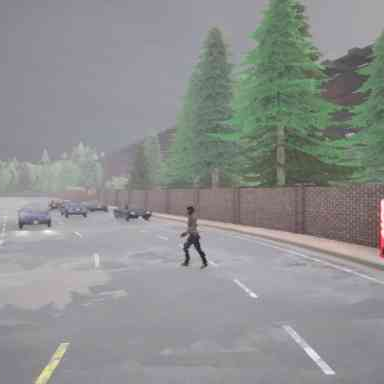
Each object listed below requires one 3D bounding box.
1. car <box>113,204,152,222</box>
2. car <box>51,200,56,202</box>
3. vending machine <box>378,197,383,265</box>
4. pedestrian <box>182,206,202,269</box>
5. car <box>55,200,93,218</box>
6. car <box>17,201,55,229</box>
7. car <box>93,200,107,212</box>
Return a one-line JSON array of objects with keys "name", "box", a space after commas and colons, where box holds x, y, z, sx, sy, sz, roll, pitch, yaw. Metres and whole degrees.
[{"name": "car", "box": [-4.900, 1.600, 26.746, 1.895, 1.301, 4.718, 0, 0, -28]}, {"name": "car", "box": [-16.707, 1.601, 41.242, 1.895, 1.301, 4.718, 0, 0, -28]}, {"name": "vending machine", "box": [6.508, 1.195, 10.191, 1.100, 2.100, 0.880, 0, 0, -12]}, {"name": "pedestrian", "box": [0.001, 1.294, 9.624, 0.375, 1.860, 0.375, 0, 0, -14]}, {"name": "car", "box": [-10.963, 1.547, 30.637, 2.033, 1.411, 5.357, 0, 0, -28]}, {"name": "car", "box": [-10.360, 1.525, 21.788, 1.812, 1.442, 4.674, 0, 0, -28]}, {"name": "car", "box": [-11.126, 1.563, 38.278, 1.994, 1.385, 4.181, 0, 0, -28]}]
